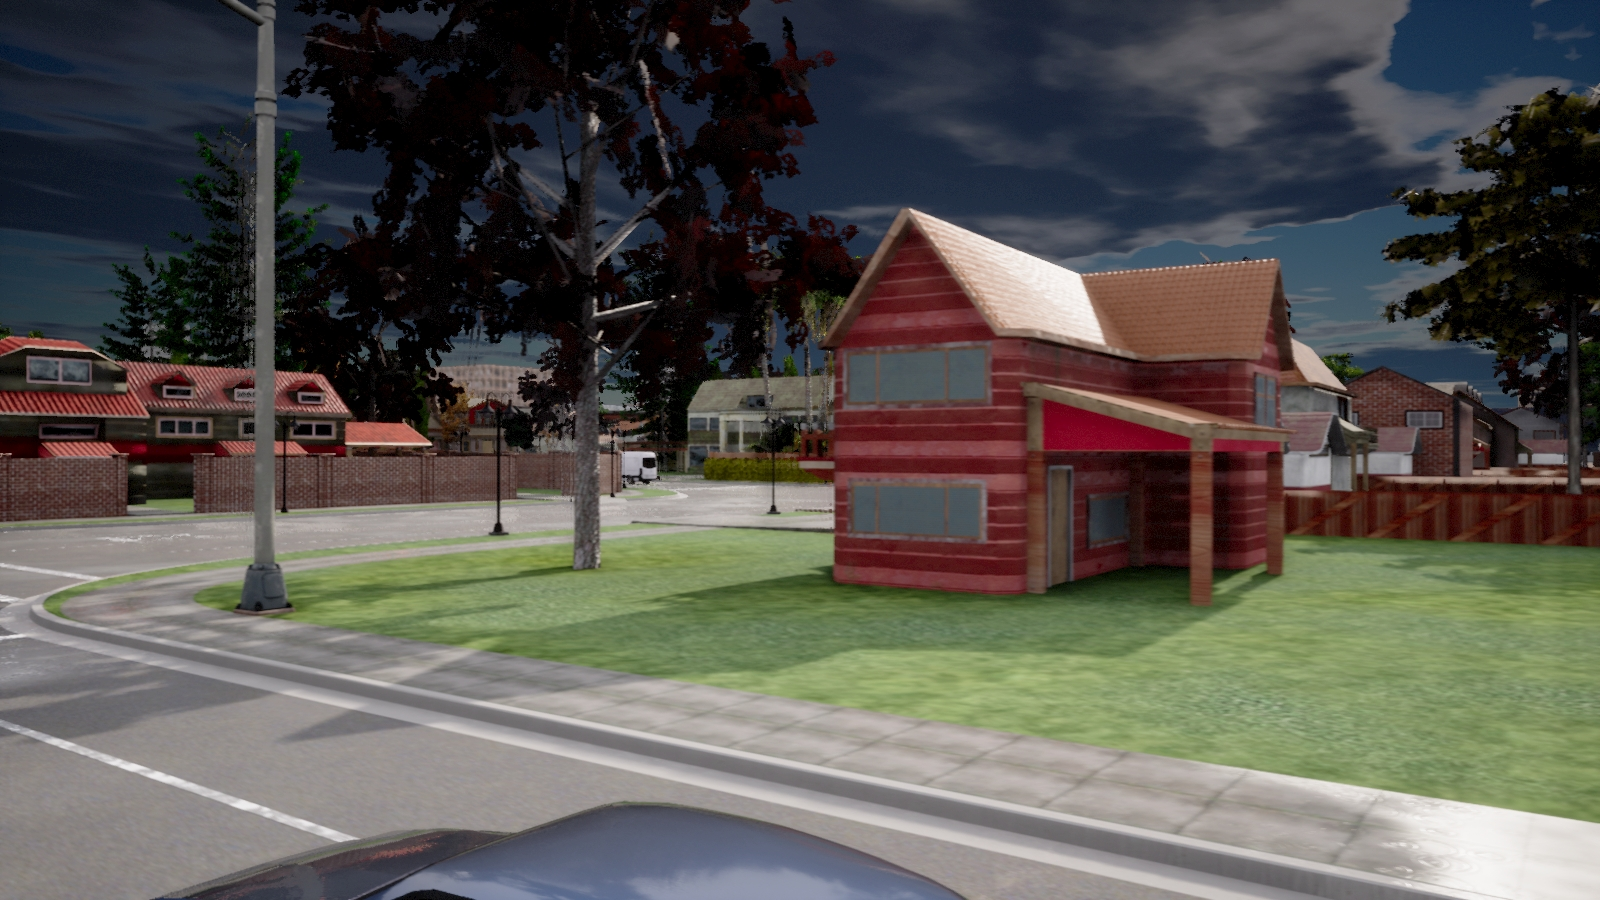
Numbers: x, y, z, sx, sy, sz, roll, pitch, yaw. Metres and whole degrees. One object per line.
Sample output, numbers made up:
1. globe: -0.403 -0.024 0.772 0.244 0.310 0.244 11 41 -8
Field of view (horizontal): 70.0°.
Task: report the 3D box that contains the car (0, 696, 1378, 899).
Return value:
1. car: -0.642 2.108 4.104 5.357 1.411 2.033 0 0 36
